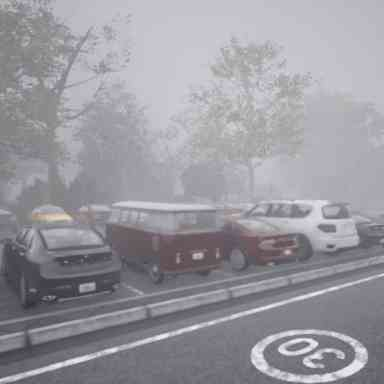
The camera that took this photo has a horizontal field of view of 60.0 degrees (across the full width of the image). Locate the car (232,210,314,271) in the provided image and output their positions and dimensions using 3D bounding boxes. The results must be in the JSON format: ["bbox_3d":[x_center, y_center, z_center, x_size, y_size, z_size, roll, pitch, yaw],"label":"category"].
[{"bbox_3d":[1.249,1.538,11.324,2.097,1.535,5.008,1,0,-36],"label":"car"}]

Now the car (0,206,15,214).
[{"bbox_3d":[-10.982,1.522,18.667,2.002,1.452,4.674,1,0,-35],"label":"car"}]

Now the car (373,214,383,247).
[{"bbox_3d":[5.815,1.594,14.585,2.231,1.521,4.892,1,0,-35],"label":"car"}]

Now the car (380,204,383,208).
[{"bbox_3d":[12.656,1.686,19.469,2.097,1.535,5.008,1,-1,-36],"label":"car"}]

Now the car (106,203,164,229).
[{"bbox_3d":[-4.165,1.593,23.500,2.163,1.488,4.792,1,0,-36],"label":"car"}]

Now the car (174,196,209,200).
[{"bbox_3d":[0.368,1.369,26.738,2.435,2.045,5.566,1,0,-36],"label":"car"}]

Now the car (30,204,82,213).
[{"bbox_3d":[-8.609,1.506,20.136,1.946,1.575,5.366,1,0,-35],"label":"car"}]

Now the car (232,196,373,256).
[{"bbox_3d":[3.513,1.314,12.982,2.435,2.045,5.566,1,0,-36],"label":"car"}]

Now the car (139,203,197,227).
[{"bbox_3d":[-1.933,1.621,25.166,2.163,1.488,4.792,1,0,-36],"label":"car"}]

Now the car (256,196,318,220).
[{"bbox_3d":[9.334,1.501,33.140,2.435,2.045,5.566,1,-1,-36],"label":"car"}]

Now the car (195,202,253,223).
[{"bbox_3d":[2.620,1.652,28.375,2.097,1.535,5.008,1,0,-36],"label":"car"}]

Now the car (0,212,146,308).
[{"bbox_3d":[-3.314,1.484,8.067,2.231,1.521,4.892,1,0,-35],"label":"car"}]

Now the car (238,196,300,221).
[{"bbox_3d":[7.168,1.467,31.593,2.435,2.045,5.566,1,-1,-35],"label":"car"}]

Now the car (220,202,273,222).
[{"bbox_3d":[4.783,1.722,29.923,2.002,1.452,4.674,1,0,-36],"label":"car"}]

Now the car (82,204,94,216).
[{"bbox_3d":[-6.445,1.536,21.901,2.097,1.535,5.008,1,0,-36],"label":"car"}]

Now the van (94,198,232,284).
[{"bbox_3d":[-1.102,1.285,9.796,1.878,1.987,4.442,1,0,-36],"label":"van"}]
